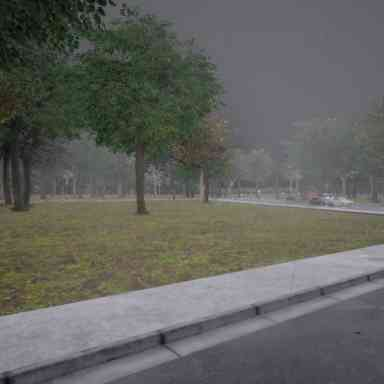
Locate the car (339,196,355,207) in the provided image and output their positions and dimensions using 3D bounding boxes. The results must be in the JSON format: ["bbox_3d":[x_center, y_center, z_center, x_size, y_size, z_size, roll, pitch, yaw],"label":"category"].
[{"bbox_3d":[22.780,1.559,51.011,1.812,1.442,4.674,0,0,-12],"label":"car"}]

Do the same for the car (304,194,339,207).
[{"bbox_3d":[19.587,1.526,50.403,1.837,1.490,4.892,0,0,-12],"label":"car"}]

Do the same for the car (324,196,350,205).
[{"bbox_3d":[27.129,1.554,62.338,2.128,1.511,4.902,0,0,-12],"label":"car"}]

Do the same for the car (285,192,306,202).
[{"bbox_3d":[21.774,1.406,71.535,2.128,1.511,4.902,0,0,-12],"label":"car"}]

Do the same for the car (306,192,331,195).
[{"bbox_3d":[23.993,1.273,61.483,2.150,2.045,5.566,0,0,-11],"label":"car"}]
